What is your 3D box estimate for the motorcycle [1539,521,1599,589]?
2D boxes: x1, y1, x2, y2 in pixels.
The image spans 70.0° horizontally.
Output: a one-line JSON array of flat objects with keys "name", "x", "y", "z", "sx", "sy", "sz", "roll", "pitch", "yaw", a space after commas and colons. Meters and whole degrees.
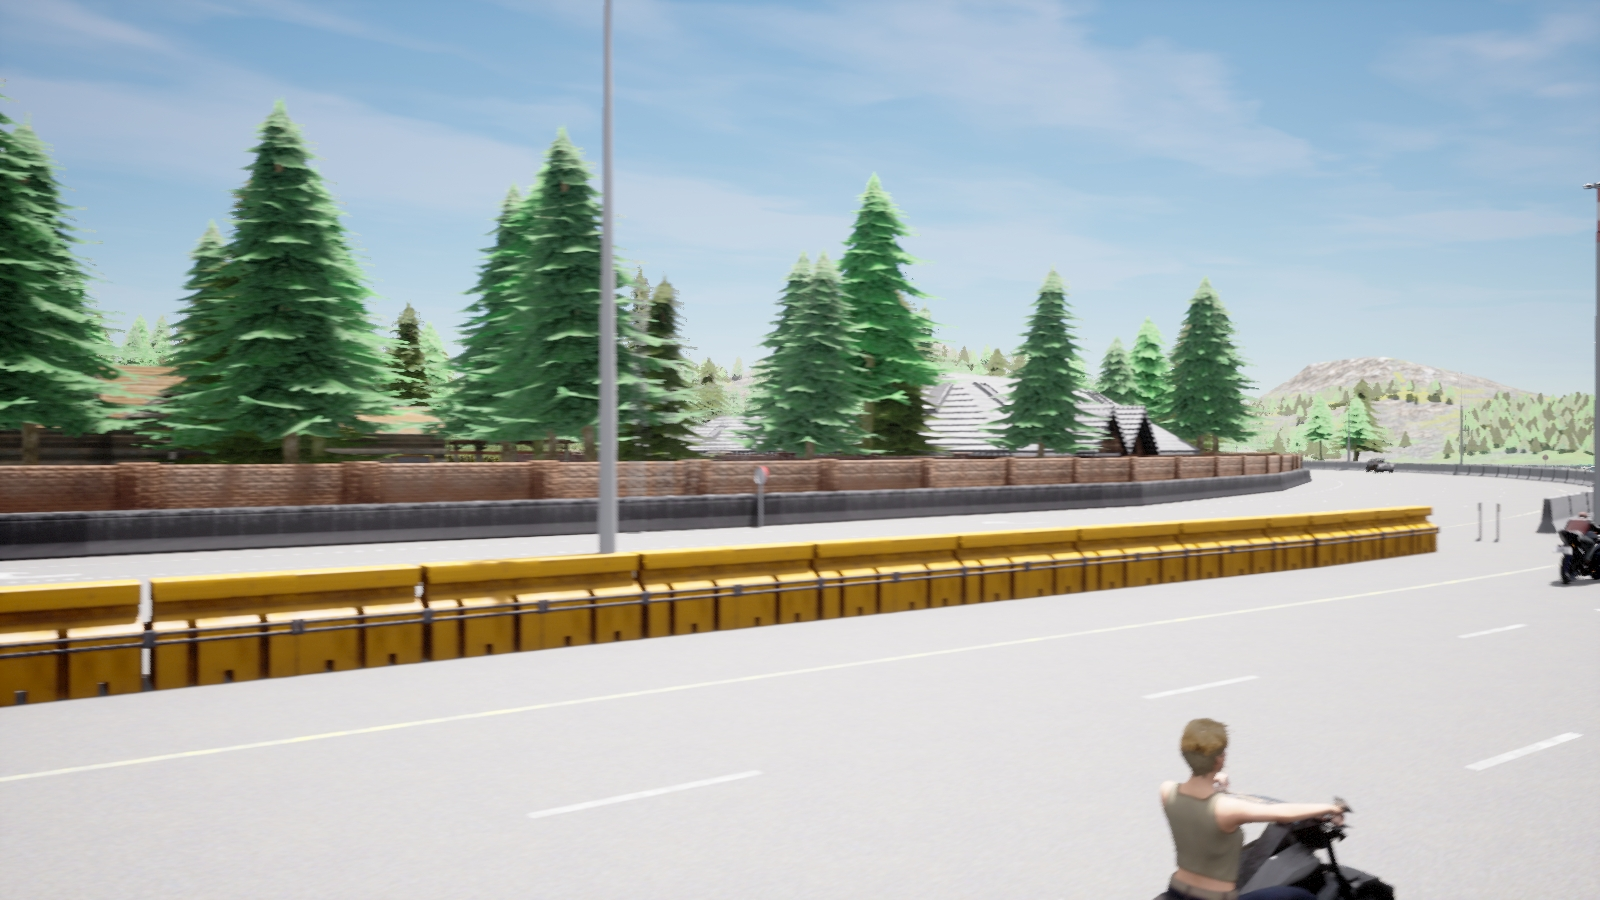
[{"name": "motorcycle", "x": 16.637, "y": 2.205, "z": 24.291, "sx": 2.209, "sy": 1.251, "sz": 0.867, "roll": 0, "pitch": 0, "yaw": -37}]

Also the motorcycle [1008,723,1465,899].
[{"name": "motorcycle", "x": 2.071, "y": 2.146, "z": 5.235, "sx": 2.356, "sy": 1.325, "sz": 0.764, "roll": 0, "pitch": 0, "yaw": -35}]
